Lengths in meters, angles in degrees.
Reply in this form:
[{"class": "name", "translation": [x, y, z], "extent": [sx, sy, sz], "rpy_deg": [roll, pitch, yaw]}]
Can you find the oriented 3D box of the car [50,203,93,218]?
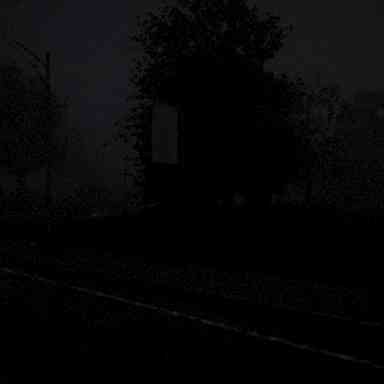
[{"class": "car", "translation": [-12.438, 1.818, 34.400], "extent": [1.994, 1.385, 4.181], "rpy_deg": [-1, 0, 39]}]
